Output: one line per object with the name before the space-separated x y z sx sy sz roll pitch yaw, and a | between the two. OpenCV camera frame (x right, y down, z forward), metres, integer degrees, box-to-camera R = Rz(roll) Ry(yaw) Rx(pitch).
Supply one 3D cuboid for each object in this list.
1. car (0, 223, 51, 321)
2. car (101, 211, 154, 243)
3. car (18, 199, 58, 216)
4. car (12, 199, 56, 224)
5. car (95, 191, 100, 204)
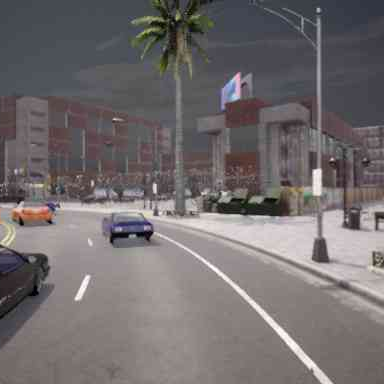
car | -3.969 1.558 5.481 2.033 1.411 5.357 0 0 -8
car | -3.282 1.579 16.116 1.895 1.301 4.718 0 0 -21
car | -15.846 1.490 34.102 5.008 1.535 1.882 0 0 42
car | -11.811 1.364 24.416 2.097 1.767 4.553 -1 0 -35
car | -17.551 1.213 58.871 4.553 1.767 2.185 0 0 36
